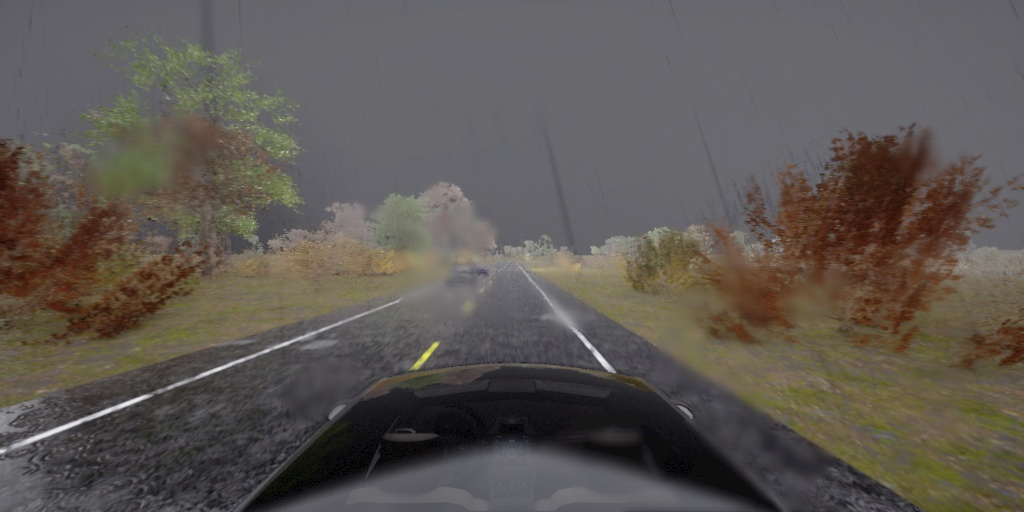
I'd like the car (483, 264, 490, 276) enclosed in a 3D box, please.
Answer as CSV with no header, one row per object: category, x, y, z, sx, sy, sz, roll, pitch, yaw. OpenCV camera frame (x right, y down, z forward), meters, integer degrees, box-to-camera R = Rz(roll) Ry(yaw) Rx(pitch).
car,-3.490,1.577,40.017,1.895,1.301,4.718,0,0,0

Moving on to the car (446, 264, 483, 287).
car,-3.495,1.453,26.124,1.994,1.385,4.181,0,0,0
